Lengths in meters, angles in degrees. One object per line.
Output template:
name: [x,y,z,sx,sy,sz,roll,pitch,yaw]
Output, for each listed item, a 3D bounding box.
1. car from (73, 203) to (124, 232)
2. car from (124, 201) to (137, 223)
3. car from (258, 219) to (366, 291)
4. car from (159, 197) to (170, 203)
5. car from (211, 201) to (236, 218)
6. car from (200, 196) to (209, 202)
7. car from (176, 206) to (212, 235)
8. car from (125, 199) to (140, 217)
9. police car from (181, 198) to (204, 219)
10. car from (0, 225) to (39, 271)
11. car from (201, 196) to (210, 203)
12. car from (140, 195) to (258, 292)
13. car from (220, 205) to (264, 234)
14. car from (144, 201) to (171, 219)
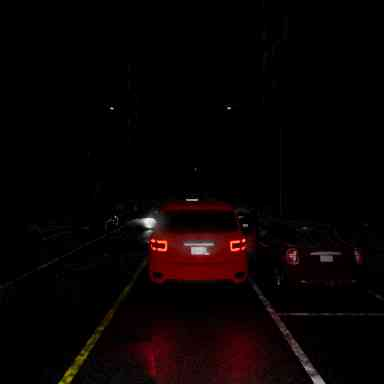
car: [-5.662,1.566,20.005,1.947,1.339,4.313,0,0,0]
car: [-5.660,1.583,25.506,1.802,1.307,4.206,0,0,0]
car: [2.858,1.440,8.998,1.967,1.590,4.097,0,0,0]
car: [-5.604,1.624,68.111,1.802,1.307,4.206,0,0,0]
car: [2.869,1.569,31.003,1.947,1.339,4.313,0,0,0]
car: [2.946,1.615,78.911,2.008,1.369,4.403,0,0,0]
car: [0.108,1.601,19.852,1.895,1.301,4.718,0,0,0]
car: [-5.657,1.443,31.008,1.967,1.590,4.097,0,0,0]
police car: [0.014,1.428,30.116,1.930,1.638,5.238,0,0,0]
car: [-5.667,1.582,9.002,1.802,1.307,4.206,0,0,0]
car: [2.933,1.578,73.673,1.752,1.417,4.829,0,0,0]
car: [0.108,1.221,9.082,2.150,2.045,5.566,0,0,-1]
car: [2.863,1.551,20.001,2.008,1.369,4.403,0,0,0]
car: [-3.012,1.567,29.814,1.994,1.385,4.181,0,0,0]
